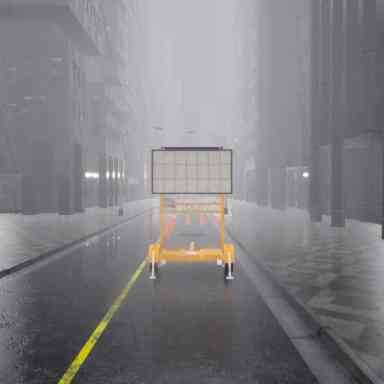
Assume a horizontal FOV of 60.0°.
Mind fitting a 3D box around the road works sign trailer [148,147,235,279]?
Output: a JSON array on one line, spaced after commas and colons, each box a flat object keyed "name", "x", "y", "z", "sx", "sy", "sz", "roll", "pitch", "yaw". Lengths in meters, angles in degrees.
[{"name": "road works sign trailer", "x": 0.003, "y": 0.459, "z": 10.014, "sx": 2.380, "sy": 3.560, "sz": 2.880, "roll": 0, "pitch": 0, "yaw": 1}]

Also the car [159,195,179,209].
[{"name": "car", "x": -3.120, "y": 1.453, "z": 44.631, "sx": 1.837, "sy": 1.490, "sz": 4.892, "roll": 0, "pitch": 0, "yaw": 0}]
